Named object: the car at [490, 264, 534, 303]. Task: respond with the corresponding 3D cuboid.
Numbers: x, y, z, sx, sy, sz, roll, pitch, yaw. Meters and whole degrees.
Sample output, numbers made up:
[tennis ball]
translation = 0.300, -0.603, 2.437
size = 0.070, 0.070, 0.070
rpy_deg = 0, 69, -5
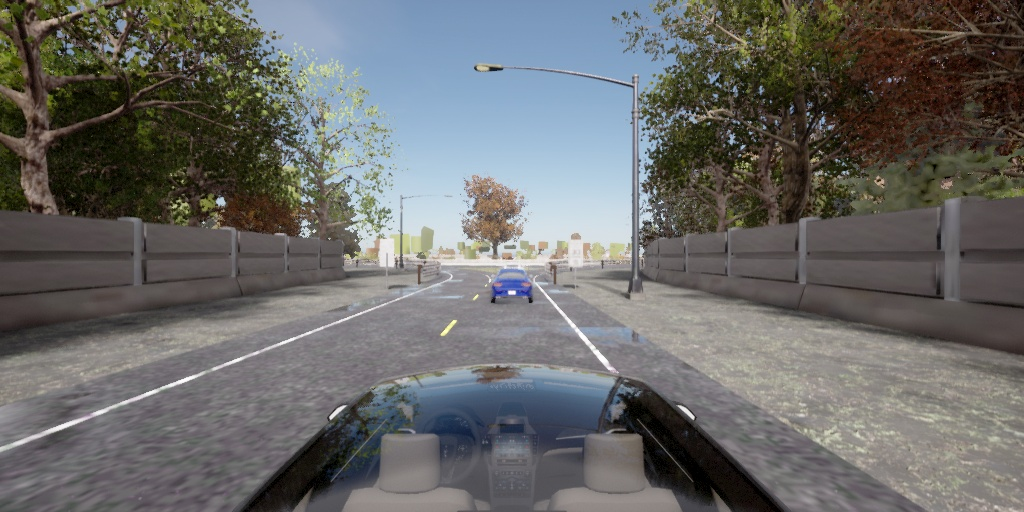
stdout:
[car]
translation = 0.000, 1.285, 16.509
size = 1.812, 1.442, 4.674
rpy_deg = 0, 0, 0
